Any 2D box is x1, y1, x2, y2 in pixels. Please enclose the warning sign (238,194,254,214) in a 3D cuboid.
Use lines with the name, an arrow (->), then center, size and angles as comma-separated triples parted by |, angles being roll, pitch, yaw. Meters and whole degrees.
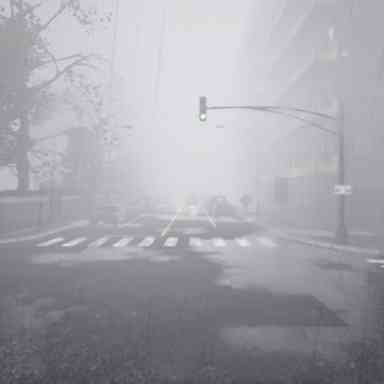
warning sign -> 5.066, 1.080, 31.258 | 1.300, 1.860, 1.060 | 0, 0, 0

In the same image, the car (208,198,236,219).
car -> 2.694, 1.512, 28.615 | 1.887, 1.381, 4.507 | 0, 0, 0

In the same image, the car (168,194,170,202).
car -> -5.685, 1.396, 62.397 | 1.967, 1.590, 4.097 | 0, 0, 0

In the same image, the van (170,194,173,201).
van -> -5.685, 1.300, 73.658 | 1.690, 1.788, 3.998 | 0, 0, 0

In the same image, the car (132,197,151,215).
car -> -5.686, 1.488, 34.077 | 1.752, 1.417, 4.829 | 0, 0, 0

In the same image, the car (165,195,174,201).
car -> -5.685, 1.518, 84.917 | 2.008, 1.369, 4.403 | 0, 0, 0

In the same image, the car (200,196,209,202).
car -> 2.695, 1.504, 73.657 | 1.887, 1.381, 4.507 | 0, 0, 0

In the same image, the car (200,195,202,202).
car -> 2.694, 1.507, 51.137 | 2.008, 1.369, 4.403 | 0, 0, 0

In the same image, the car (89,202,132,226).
car -> -5.687, 1.537, 22.986 | 1.947, 1.339, 4.313 | 0, 0, 0

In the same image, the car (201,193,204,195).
car -> 2.696, 1.271, 62.396 | 2.192, 1.841, 5.009 | 0, 0, 0

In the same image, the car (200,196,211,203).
car -> 2.695, 1.508, 68.027 | 2.008, 1.369, 4.403 | 0, 0, 0

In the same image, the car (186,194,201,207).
car -> 0.002, 1.434, 51.701 | 1.882, 1.535, 5.008 | 0, 0, 0

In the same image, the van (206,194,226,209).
van -> 2.695, 1.304, 34.246 | 1.690, 1.788, 3.998 | 0, 0, 0

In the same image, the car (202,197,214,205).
car -> 2.694, 1.501, 56.766 | 1.887, 1.381, 4.507 | 0, 0, 0

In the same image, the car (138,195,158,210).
car -> -5.686, 1.275, 39.877 | 2.192, 1.841, 5.009 | 0, 0, 0

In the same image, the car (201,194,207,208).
car -> 2.695, 1.398, 45.506 | 1.967, 1.590, 4.097 | 0, 0, 0

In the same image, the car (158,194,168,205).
car -> -5.686, 1.396, 56.768 | 1.967, 1.590, 4.097 | 0, 0, 0

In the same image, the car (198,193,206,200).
car -> 2.696, 1.288, 90.547 | 2.192, 1.841, 5.009 | 0, 0, 0

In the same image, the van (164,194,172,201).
van -> -5.685, 1.303, 79.287 | 1.690, 1.788, 3.998 | 0, 0, 0

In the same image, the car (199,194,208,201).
car -> 2.695, 1.403, 79.286 | 1.967, 1.590, 4.097 | 0, 0, 0
